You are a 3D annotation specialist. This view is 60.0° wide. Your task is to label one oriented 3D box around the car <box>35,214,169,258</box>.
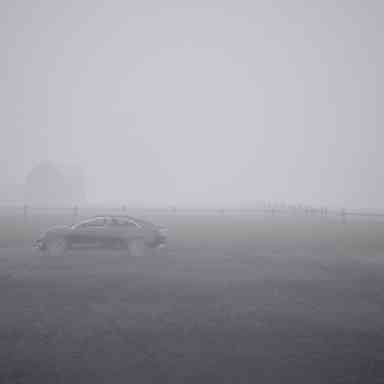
[{"bbox_3d":[-3.344,1.610,12.750,4.902,1.511,2.128,1,-1,0],"label":"car"}]
